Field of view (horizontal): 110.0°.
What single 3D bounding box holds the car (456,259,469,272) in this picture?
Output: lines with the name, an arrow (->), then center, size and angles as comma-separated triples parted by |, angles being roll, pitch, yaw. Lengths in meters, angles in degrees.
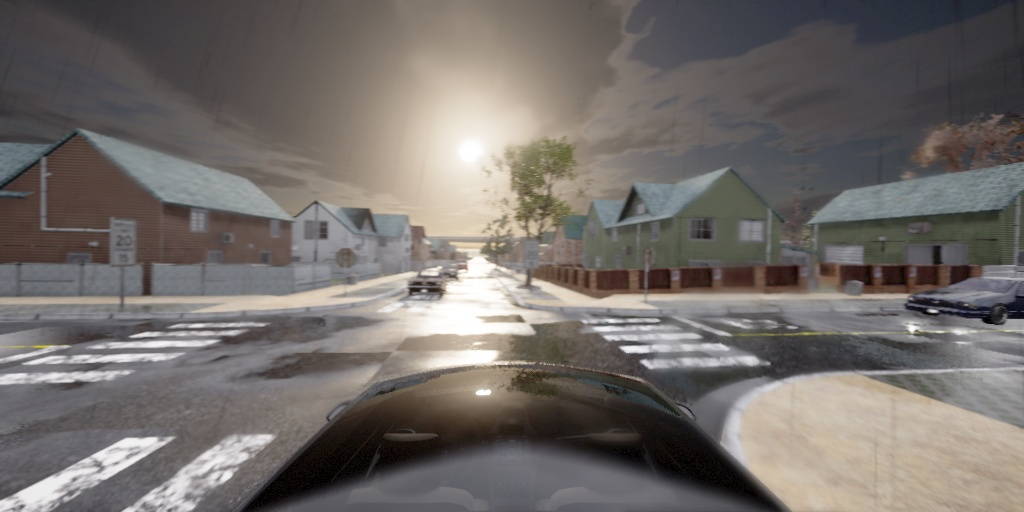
car -> -7.882, 1.450, 56.095 | 2.150, 2.045, 5.566 | 1, -1, -5

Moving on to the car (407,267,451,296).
car -> -4.698, 1.475, 20.383 | 1.895, 1.301, 4.718 | 1, -1, -7

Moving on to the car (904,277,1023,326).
car -> 16.322, 1.415, 11.892 | 5.357, 1.411, 2.033 | 0, 1, -6

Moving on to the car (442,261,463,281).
car -> -6.008, 1.522, 34.438 | 1.837, 1.490, 4.892 | 1, -1, -5
